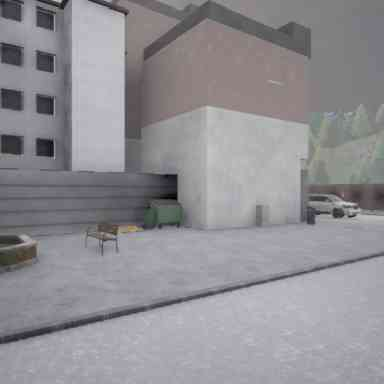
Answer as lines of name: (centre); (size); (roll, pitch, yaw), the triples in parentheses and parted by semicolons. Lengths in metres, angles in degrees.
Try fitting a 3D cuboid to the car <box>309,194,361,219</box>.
car: (11.848, 1.220, 29.353); (2.150, 2.045, 5.566); (0, 0, -35)
